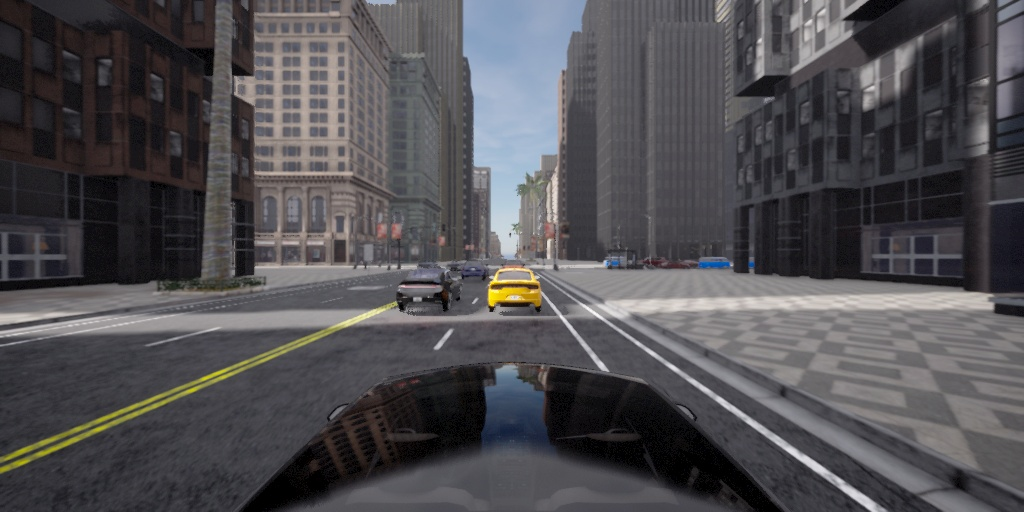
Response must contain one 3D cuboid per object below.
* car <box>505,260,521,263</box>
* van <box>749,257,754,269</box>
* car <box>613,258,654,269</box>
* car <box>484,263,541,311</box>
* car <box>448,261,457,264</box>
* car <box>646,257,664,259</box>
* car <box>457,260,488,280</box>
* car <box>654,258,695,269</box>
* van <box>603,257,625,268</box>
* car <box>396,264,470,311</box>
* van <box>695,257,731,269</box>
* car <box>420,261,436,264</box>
[{"bbox_3d":[0.095,1.092,31.169,2.097,1.767,4.553,0,0,0],"label":"car"},{"bbox_3d":[34.094,1.060,50.379,3.998,1.789,1.690,0,0,0],"label":"van"},{"bbox_3d":[17.061,1.281,50.370,4.403,1.370,2.007,0,0,0],"label":"car"},{"bbox_3d":[0.097,1.223,14.429,1.882,1.535,5.008,0,0,0],"label":"car"},{"bbox_3d":[-6.524,1.302,41.934,1.994,1.385,4.181,0,0,0],"label":"car"},{"bbox_3d":[22.733,1.014,58.898,5.009,1.841,2.192,0,0,0],"label":"car"},{"bbox_3d":[-3.157,1.092,31.151,2.097,1.767,4.553,0,0,0],"label":"car"},{"bbox_3d":[22.739,1.308,50.373,4.207,1.307,1.802,0,0,0],"label":"car"},{"bbox_3d":[17.055,1.045,58.895,3.998,1.789,1.690,0,0,0],"label":"van"},{"bbox_3d":[-3.152,1.237,14.399,2.128,1.511,4.902,0,0,0],"label":"car"},{"bbox_3d":[28.417,1.063,50.376,3.998,1.789,1.690,0,0,0],"label":"van"},{"bbox_3d":[-9.773,1.302,41.901,1.994,1.385,4.181,0,0,0],"label":"car"}]
